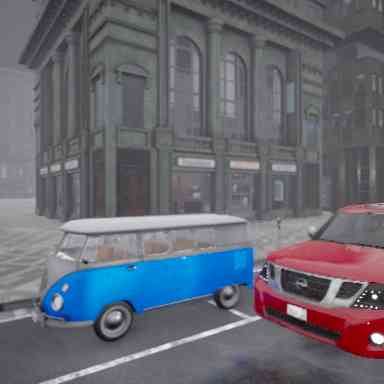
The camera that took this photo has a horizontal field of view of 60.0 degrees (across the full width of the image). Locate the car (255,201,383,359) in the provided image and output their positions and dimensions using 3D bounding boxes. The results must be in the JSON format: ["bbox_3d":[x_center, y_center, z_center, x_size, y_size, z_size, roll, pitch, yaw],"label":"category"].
[{"bbox_3d":[3.619,1.217,5.961,5.566,2.045,2.150,0,0,-36],"label":"car"}]

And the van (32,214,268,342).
[{"bbox_3d":[-0.641,1.339,6.195,3.998,1.788,1.690,0,0,-36],"label":"van"}]
